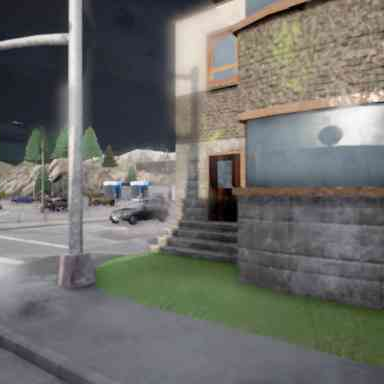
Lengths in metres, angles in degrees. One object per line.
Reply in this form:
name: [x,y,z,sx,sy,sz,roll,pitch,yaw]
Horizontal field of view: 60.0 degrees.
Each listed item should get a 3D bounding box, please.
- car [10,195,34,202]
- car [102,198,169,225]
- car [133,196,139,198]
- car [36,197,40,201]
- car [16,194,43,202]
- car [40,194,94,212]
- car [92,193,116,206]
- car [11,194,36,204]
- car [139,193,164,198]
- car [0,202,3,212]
car: [-38.795,1.381,75.897,2.007,1.523,4.514,0,0,35]
car: [-3.436,1.355,22.490,1.812,1.442,4.674,0,0,35]
car: [-8.201,1.389,54.396,1.970,1.475,3.806,0,0,35]
car: [-22.825,1.330,55.222,2.007,1.523,4.514,0,0,35]
car: [-36.204,1.370,74.129,2.152,1.636,5.027,0,0,35]
car: [-13.175,1.324,35.269,2.007,1.523,4.514,0,0,35]
car: [-13.064,1.126,47.451,1.932,1.855,4.605,0,0,35]
car: [-30.961,1.356,61.025,1.845,1.501,3.633,0,0,35]
car: [-5.839,1.104,51.978,1.905,1.878,3.866,0,0,35]
car: [-20.235,1.259,31.627,1.970,1.475,3.806,0,0,35]
